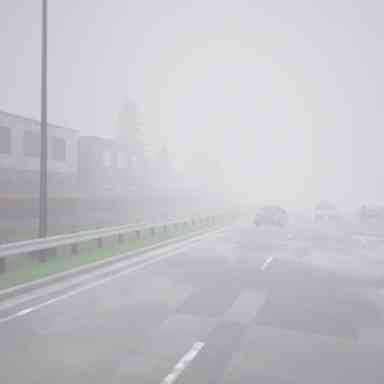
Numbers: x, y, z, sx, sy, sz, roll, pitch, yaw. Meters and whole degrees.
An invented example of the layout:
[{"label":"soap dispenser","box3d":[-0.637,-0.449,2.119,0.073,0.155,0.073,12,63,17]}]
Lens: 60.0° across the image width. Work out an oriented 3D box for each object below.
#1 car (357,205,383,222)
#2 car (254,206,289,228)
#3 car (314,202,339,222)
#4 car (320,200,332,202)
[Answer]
[{"label":"car","box3d":[14.999,1.769,27.803,1.895,1.301,4.718,0,0,22]},{"label":"car","box3d":[5.631,1.650,23.213,2.033,1.411,5.357,0,0,22]},{"label":"car","box3d":[11.322,1.749,28.026,1.895,1.301,4.718,0,0,22]},{"label":"car","box3d":[15.161,1.678,37.645,1.882,1.535,5.008,0,0,22]}]
